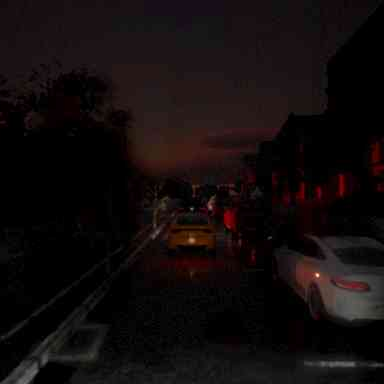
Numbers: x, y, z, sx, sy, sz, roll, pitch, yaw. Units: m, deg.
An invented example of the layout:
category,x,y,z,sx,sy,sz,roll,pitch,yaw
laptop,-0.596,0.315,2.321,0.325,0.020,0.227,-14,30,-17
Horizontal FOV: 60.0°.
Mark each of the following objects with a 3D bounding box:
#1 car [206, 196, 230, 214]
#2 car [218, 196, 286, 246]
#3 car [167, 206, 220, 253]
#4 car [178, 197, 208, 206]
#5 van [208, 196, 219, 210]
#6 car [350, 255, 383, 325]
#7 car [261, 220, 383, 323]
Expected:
category,x,y,z,sx,sy,sz,roll,pitch,yaw
car,3.040,1.540,40.489,2.435,2.045,5.566,0,0,0
car,3.046,1.389,18.304,2.435,2.045,5.566,0,0,0
car,0.003,1.608,14.491,1.882,1.535,5.008,0,0,0
car,-0.006,1.456,29.062,2.150,2.045,5.566,0,0,0
van,3.042,1.533,35.031,1.878,1.987,4.442,0,0,0
car,3.049,1.526,1.662,2.163,1.488,4.792,0,-1,0
car,3.049,1.587,7.178,2.002,1.452,4.674,0,0,0
